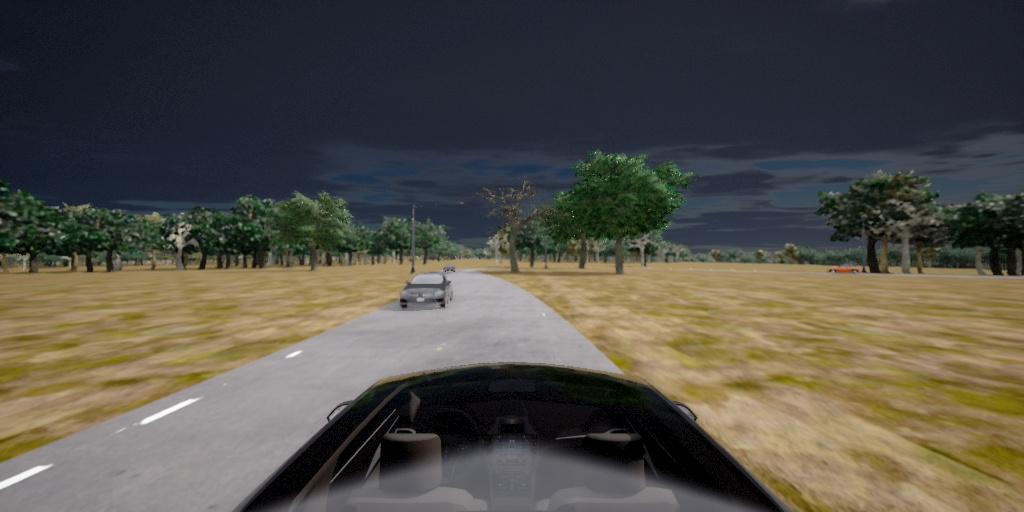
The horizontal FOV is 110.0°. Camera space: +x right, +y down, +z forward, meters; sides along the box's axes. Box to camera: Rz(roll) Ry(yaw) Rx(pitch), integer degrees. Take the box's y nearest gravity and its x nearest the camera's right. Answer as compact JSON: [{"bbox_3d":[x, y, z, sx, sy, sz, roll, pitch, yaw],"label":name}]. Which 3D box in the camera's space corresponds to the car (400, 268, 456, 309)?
[{"bbox_3d":[-3.692,1.454,16.159,1.812,1.442,4.674,0,-1,-4],"label":"car"}]

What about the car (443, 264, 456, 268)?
[{"bbox_3d":[-9.962,2.010,57.267,2.033,1.411,5.357,0,-1,-11],"label":"car"}]
